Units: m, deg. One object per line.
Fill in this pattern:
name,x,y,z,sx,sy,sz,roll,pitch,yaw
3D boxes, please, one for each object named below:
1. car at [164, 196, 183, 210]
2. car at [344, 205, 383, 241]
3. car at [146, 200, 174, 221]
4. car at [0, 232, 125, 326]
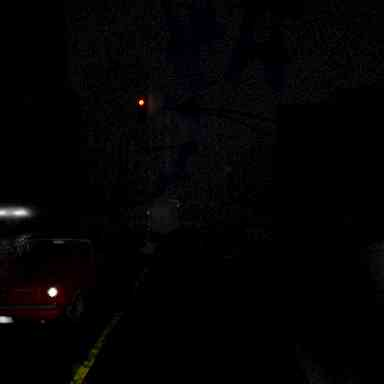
car,-2.772,1.544,48.144,2.150,2.045,5.566,0,-1,0
car,10.842,1.641,17.862,5.009,1.841,2.192,1,-1,0
car,-2.808,1.658,28.652,1.812,1.442,4.674,0,0,0
car,-2.839,1.614,7.200,1.895,1.301,4.718,0,0,0
